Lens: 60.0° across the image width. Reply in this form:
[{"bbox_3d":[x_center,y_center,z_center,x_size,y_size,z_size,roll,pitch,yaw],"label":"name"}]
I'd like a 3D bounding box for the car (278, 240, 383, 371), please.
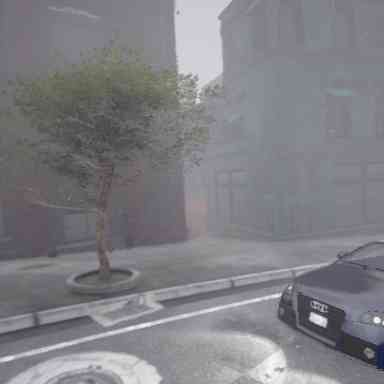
[{"bbox_3d":[3.453,1.519,5.372,4.181,1.385,1.994,0,1,-28],"label":"car"}]
